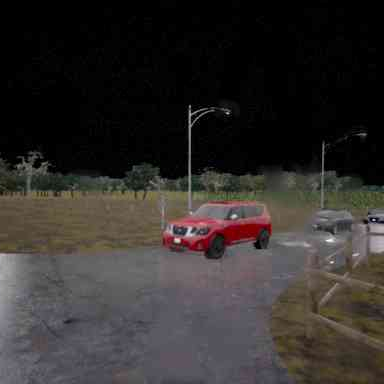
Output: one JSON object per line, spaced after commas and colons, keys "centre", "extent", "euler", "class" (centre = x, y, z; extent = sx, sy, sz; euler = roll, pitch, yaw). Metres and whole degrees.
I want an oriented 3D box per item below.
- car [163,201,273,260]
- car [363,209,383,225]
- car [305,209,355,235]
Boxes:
{"centre": [1.319, 1.428, 13.972], "extent": [2.150, 2.045, 5.566], "euler": [1, 0, 42], "class": "car"}
{"centre": [16.938, 2.265, 29.859], "extent": [1.994, 1.385, 4.181], "euler": [1, -1, 44], "class": "car"}
{"centre": [9.321, 1.954, 22.239], "extent": [4.892, 1.490, 1.837], "euler": [2, -1, -45], "class": "car"}
